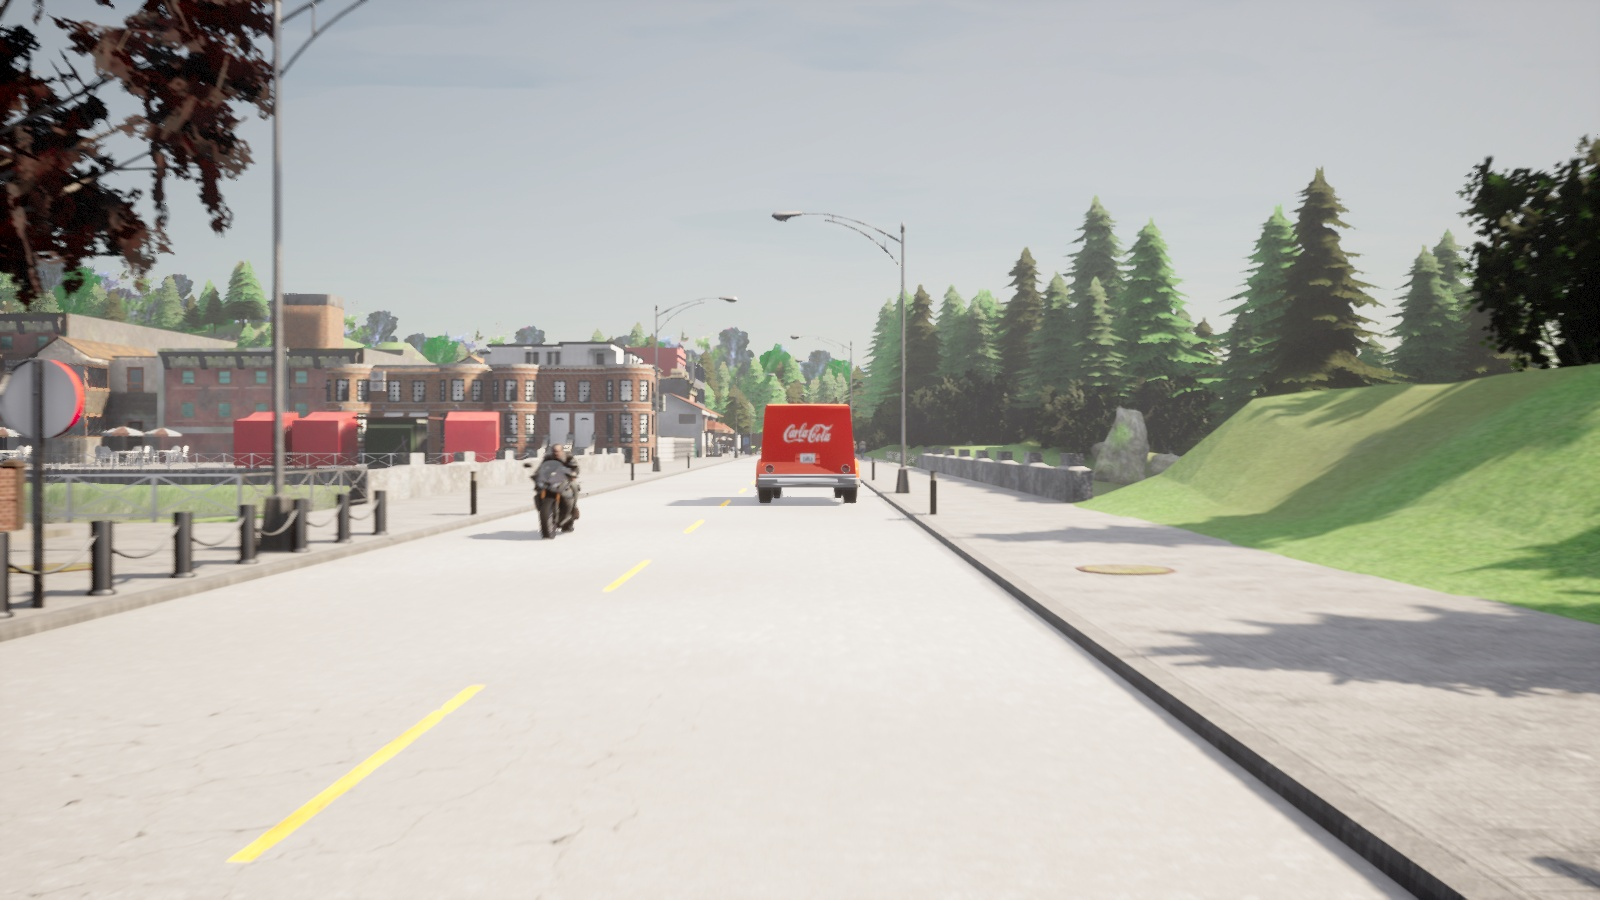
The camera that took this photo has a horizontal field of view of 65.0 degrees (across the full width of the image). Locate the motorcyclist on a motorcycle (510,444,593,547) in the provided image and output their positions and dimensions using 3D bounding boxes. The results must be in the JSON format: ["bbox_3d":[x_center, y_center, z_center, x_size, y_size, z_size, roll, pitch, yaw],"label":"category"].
[{"bbox_3d":[-3.872,0.668,19.757,0.866,1.530,2.191,0,0,0],"label":"motorcyclist on a motorcycle"}]

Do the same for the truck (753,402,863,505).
[{"bbox_3d":[0.202,0.078,32.696,2.627,2.467,5.204,0,0,0],"label":"truck"}]
